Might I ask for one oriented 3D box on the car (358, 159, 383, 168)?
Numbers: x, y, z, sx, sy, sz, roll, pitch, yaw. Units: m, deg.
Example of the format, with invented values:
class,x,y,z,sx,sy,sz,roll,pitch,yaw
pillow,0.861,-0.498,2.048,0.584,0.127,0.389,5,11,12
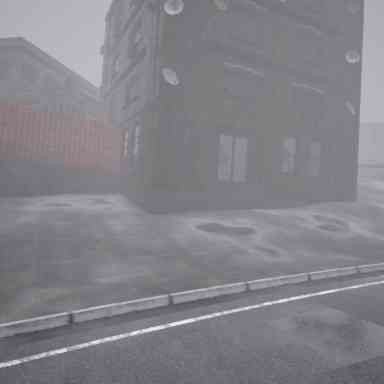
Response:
class,x,y,z,sx,sy,sz,roll,pitch,yaw
car,22.583,-3.263,42.059,4.553,1.767,2.185,2,-3,16
